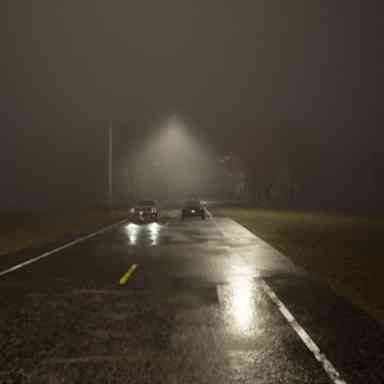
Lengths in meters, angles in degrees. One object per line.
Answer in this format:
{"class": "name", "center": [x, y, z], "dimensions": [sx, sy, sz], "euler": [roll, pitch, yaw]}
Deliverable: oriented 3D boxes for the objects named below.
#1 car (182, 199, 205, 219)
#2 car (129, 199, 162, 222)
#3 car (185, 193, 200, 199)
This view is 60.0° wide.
{"class": "car", "center": [0.102, 1.567, 29.428], "dimensions": [1.994, 1.385, 4.181], "euler": [0, 0, 0]}
{"class": "car", "center": [-3.592, 1.356, 26.288], "dimensions": [2.097, 1.767, 4.553], "euler": [0, 0, 0]}
{"class": "car", "center": [0.104, 1.231, 50.786], "dimensions": [2.150, 2.045, 5.566], "euler": [0, 0, 0]}
